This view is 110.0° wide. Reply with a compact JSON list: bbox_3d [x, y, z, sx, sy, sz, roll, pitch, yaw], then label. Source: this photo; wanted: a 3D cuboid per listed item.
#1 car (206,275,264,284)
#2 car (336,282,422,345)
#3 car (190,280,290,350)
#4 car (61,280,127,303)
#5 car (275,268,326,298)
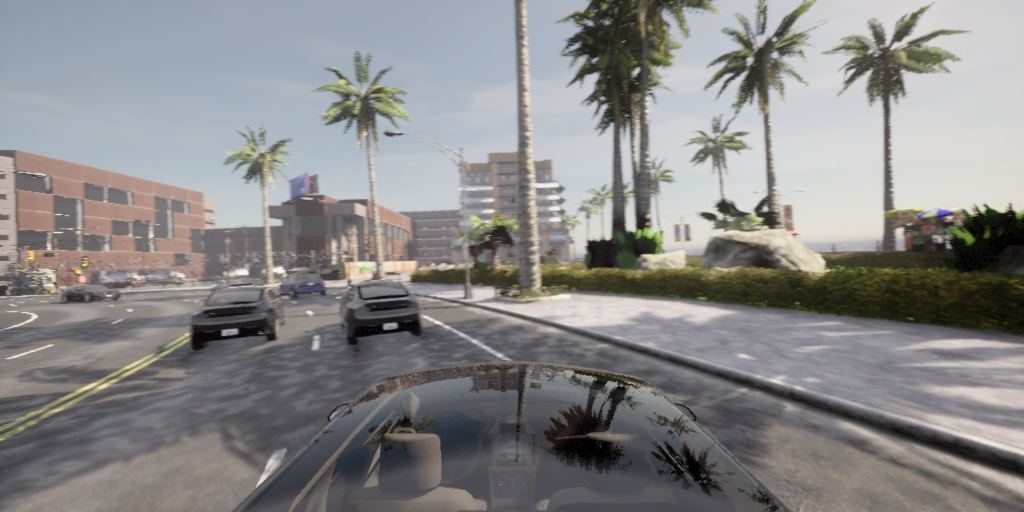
[{"bbox_3d":[-19.822,2.354,25.527,4.902,1.511,2.128,-3,-1,41],"label":"car"},{"bbox_3d":[-4.071,1.517,10.783,1.837,1.490,4.892,-2,-1,-28],"label":"car"},{"bbox_3d":[-8.150,1.708,10.993,1.837,1.490,4.892,-2,-1,-29],"label":"car"},{"bbox_3d":[-35.952,3.173,30.610,5.008,1.535,1.882,-3,0,17],"label":"car"},{"bbox_3d":[-15.272,2.007,26.041,2.097,1.767,4.553,-2,-1,-45],"label":"car"}]
